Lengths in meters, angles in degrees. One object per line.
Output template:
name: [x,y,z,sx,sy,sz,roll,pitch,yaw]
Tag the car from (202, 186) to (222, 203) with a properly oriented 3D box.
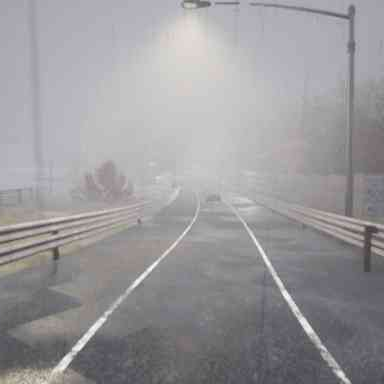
car: [2.625,0.518,41.709,1.882,1.535,5.008,0,3,0]
